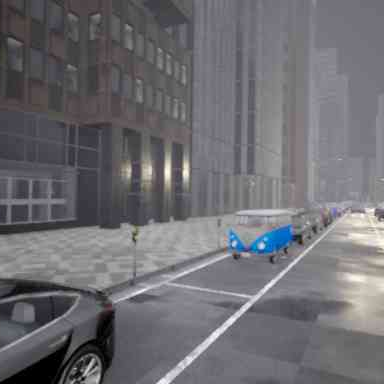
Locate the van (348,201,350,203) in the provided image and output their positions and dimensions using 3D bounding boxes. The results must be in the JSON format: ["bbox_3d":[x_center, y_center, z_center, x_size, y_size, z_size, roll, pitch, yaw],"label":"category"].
[{"bbox_3d":[28.415,2.690,62.873,1.690,1.788,3.998,0,-1,27],"label":"van"}]

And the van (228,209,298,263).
[{"bbox_3d":[2.712,1.559,12.720,1.690,1.788,3.998,0,-1,27],"label":"van"}]

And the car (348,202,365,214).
[{"bbox_3d":[25.749,2.715,51.613,1.994,1.385,4.181,1,-1,27],"label":"car"}]

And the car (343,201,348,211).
[{"bbox_3d":[23.273,2.562,52.842,1.967,1.590,4.097,0,-1,27],"label":"car"}]

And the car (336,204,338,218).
[{"bbox_3d":[12.990,2.215,32.779,1.887,1.381,4.507,0,-1,27],"label":"car"}]

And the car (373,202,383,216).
[{"bbox_3d":[26.032,2.582,45.588,1.837,1.490,4.892,1,-1,27],"label":"car"}]

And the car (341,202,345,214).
[{"bbox_3d":[18.132,2.336,42.811,1.967,1.590,4.097,0,-1,27],"label":"car"}]

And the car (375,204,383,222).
[{"bbox_3d":[20.710,2.346,35.101,1.837,1.490,4.892,1,-1,28],"label":"car"}]

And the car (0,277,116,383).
[{"bbox_3d":[-2.432,1.559,2.686,1.947,1.339,4.313,0,-1,27],"label":"car"}]

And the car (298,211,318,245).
[{"bbox_3d":[5.279,1.897,17.732,1.947,1.339,4.313,0,-1,27],"label":"car"}]

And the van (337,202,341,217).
[{"bbox_3d":[15.563,2.124,37.797,1.690,1.788,3.998,0,-1,27],"label":"van"}]

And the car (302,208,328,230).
[{"bbox_3d":[7.849,2.010,22.748,1.947,1.339,4.313,0,-1,27],"label":"car"}]

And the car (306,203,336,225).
[{"bbox_3d":[10.423,1.872,27.766,2.192,1.841,5.009,0,-1,27],"label":"car"}]
